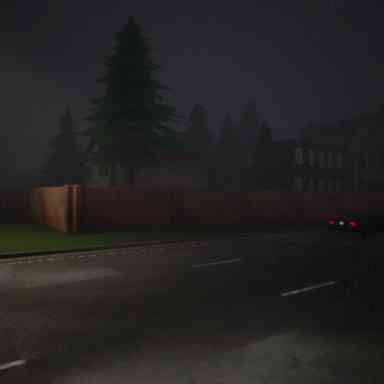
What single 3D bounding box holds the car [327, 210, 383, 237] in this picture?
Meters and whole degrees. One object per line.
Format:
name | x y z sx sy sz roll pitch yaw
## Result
car | 10.208 1.788 19.625 5.357 1.411 2.033 1 0 -36
